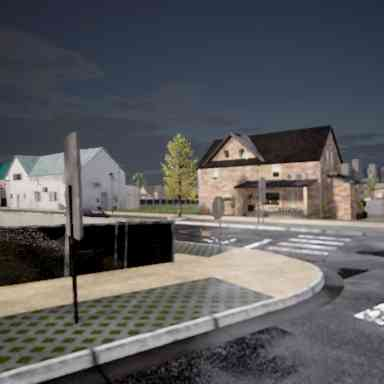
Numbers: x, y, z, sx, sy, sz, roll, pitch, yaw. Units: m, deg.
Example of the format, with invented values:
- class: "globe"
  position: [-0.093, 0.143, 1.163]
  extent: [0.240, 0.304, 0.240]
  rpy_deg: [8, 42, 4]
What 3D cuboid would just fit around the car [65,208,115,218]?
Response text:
- class: "car"
  position: [-7.071, 1.814, 22.844]
  extent: [4.181, 1.385, 1.994]
  rpy_deg: [-1, 2, 38]
